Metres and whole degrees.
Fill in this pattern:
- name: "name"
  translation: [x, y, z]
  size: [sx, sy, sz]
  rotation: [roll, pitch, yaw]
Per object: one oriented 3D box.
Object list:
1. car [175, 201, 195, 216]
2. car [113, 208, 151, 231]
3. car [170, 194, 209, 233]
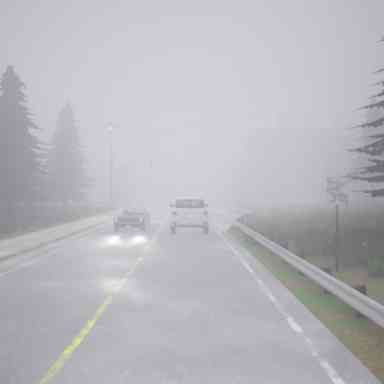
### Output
- name: "car"
  translation: [-0.796, 1.727, 36.643]
  size: [2.033, 1.411, 5.357]
  rotation: [0, 0, -2]
- name: "car"
  translation: [-3.789, 1.708, 21.586]
  size: [1.895, 1.301, 4.718]
  rotation: [0, 0, -2]
- name: "car"
  translation: [-0.173, 1.321, 20.408]
  size: [2.150, 2.045, 5.566]
  rotation: [0, 0, -2]
